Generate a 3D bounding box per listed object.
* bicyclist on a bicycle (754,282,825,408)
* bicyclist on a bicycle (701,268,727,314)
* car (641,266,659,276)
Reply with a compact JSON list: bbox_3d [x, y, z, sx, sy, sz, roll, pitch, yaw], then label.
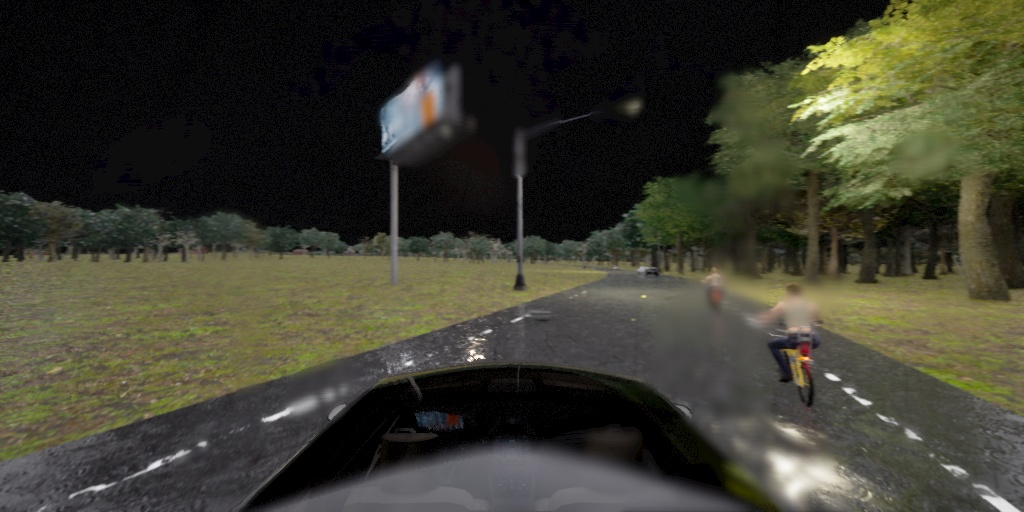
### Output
[{"bbox_3d":[4.036,1.173,5.154,0.866,1.612,1.509,-1,-1,24],"label":"bicyclist on a bicycle"},{"bbox_3d":[7.358,1.236,12.983,0.866,1.612,1.509,-1,-1,23],"label":"bicyclist on a bicycle"},{"bbox_3d":[21.973,2.389,56.586,1.837,1.490,4.892,-1,-2,17],"label":"car"}]
